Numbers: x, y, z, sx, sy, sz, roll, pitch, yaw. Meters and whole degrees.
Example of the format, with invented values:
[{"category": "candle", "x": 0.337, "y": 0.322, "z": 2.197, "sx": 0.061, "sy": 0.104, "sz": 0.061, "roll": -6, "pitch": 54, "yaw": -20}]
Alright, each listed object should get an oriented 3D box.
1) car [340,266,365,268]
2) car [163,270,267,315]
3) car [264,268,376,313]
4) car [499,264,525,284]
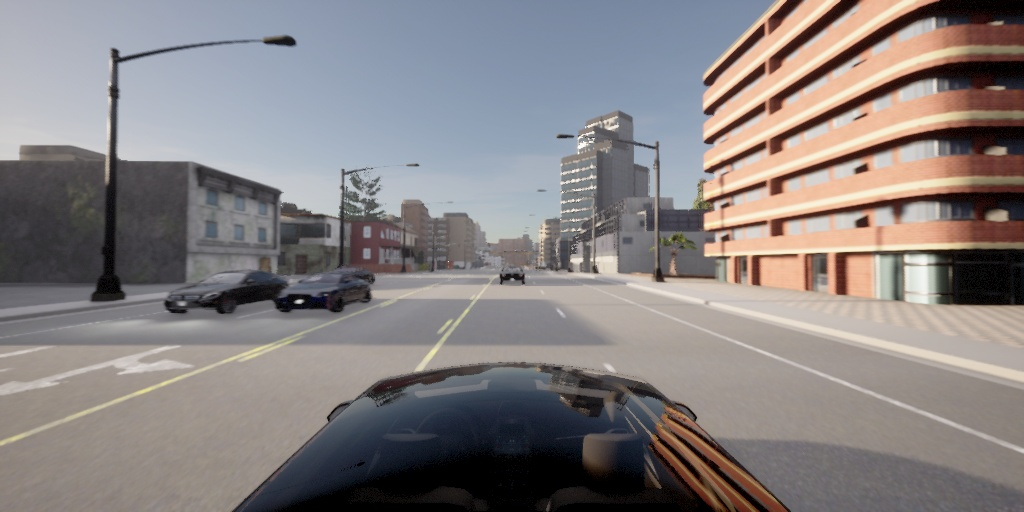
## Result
[{"category": "car", "x": -10.551, "y": 1.325, "z": 23.394, "sx": 1.994, "sy": 1.385, "sz": 4.181, "roll": 0, "pitch": 0, "yaw": 2}, {"category": "car", "x": -10.530, "y": 1.270, "z": 13.772, "sx": 1.812, "sy": 1.442, "sz": 4.674, "roll": 0, "pitch": 0, "yaw": 0}, {"category": "car", "x": -7.031, "y": 1.318, "z": 13.838, "sx": 1.994, "sy": 1.385, "sz": 4.181, "roll": 0, "pitch": 0, "yaw": 0}, {"category": "car", "x": 0.023, "y": 1.402, "z": 27.735, "sx": 1.895, "sy": 1.301, "sz": 4.718, "roll": 0, "pitch": 0, "yaw": 0}]
